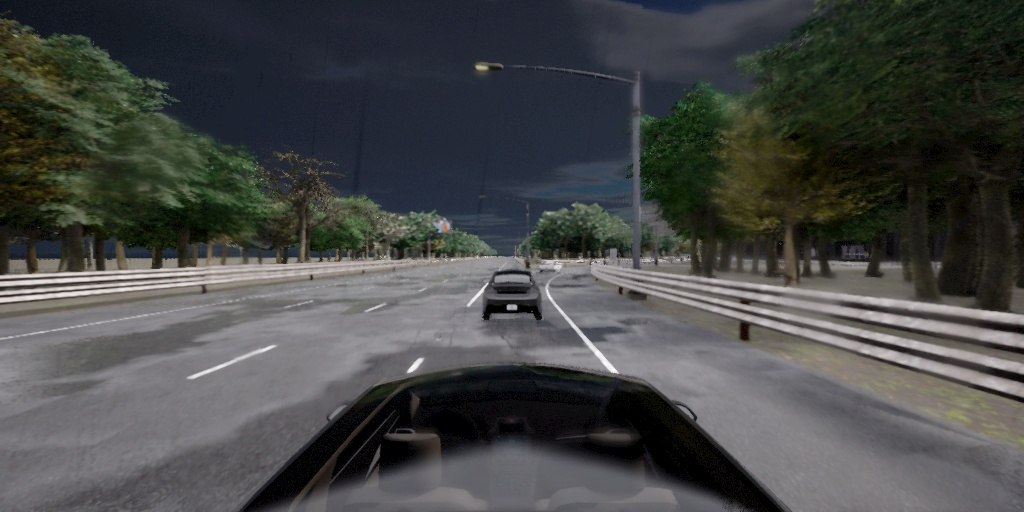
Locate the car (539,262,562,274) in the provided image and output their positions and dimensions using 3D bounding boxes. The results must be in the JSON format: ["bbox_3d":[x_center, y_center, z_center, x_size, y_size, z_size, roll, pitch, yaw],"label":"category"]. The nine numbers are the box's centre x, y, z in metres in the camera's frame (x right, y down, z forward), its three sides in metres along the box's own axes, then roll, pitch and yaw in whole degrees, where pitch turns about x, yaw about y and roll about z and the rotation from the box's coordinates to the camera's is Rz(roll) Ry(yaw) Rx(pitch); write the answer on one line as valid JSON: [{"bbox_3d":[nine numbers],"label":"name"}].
[{"bbox_3d":[4.517,1.296,41.298,1.895,1.301,4.718,0,0,19],"label":"car"}]

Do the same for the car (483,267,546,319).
[{"bbox_3d":[0.025,1.240,12.787,1.837,1.490,4.892,0,0,1],"label":"car"}]

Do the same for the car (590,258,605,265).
[{"bbox_3d":[15.308,1.123,62.612,1.882,1.535,5.008,0,0,34],"label":"car"}]
